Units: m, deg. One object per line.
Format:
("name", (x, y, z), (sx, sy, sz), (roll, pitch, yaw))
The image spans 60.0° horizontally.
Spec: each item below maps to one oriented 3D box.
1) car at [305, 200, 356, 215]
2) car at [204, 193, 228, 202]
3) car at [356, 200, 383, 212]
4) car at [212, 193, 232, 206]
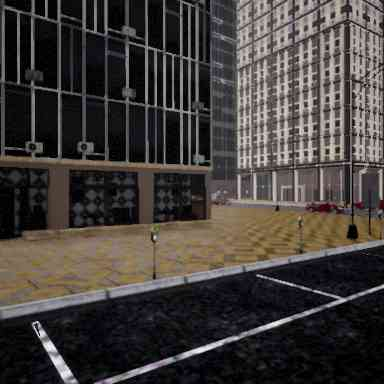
("car", (12.542, 1.396, 30.987), (1.802, 1.307, 4.206), (1, 0, -32))
("car", (4.228, 0.923, 58.767), (1.967, 1.590, 4.097), (1, 0, -35))
("car", (19.154, 1.374, 35.688), (1.802, 1.307, 4.206), (1, 0, -32))
("car", (3.627, 1.209, 44.930), (1.802, 1.307, 4.206), (1, 0, -33))
